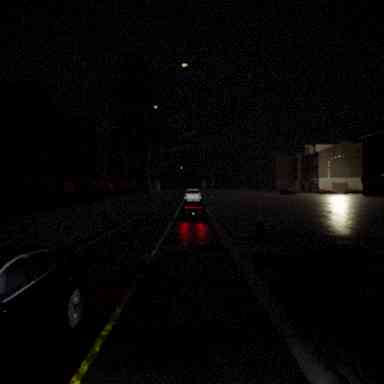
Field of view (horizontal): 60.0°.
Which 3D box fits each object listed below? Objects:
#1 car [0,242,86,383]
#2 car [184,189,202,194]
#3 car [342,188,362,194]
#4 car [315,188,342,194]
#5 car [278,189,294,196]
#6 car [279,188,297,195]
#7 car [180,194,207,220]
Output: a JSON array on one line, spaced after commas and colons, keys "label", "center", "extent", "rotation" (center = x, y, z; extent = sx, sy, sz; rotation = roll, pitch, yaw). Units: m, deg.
[{"label": "car", "center": [-2.798, 1.479, 4.021], "extent": [2.128, 1.511, 4.902], "rotation": [0, 0, 0]}, {"label": "car", "center": [0.105, 0.585, 42.838], "extent": [2.150, 2.045, 5.566], "rotation": [0, 1, 0]}, {"label": "car", "center": [31.829, -0.107, 65.751], "extent": [4.313, 1.339, 1.947], "rotation": [-1, 0, 0]}, {"label": "car", "center": [26.566, -0.042, 65.752], "extent": [4.206, 1.307, 1.802], "rotation": [-1, 0, 0]}, {"label": "car", "center": [18.807, 0.014, 66.952], "extent": [1.947, 1.339, 4.313], "rotation": [1, 0, 0]}, {"label": "car", "center": [18.795, -0.135, 64.027], "extent": [1.802, 1.307, 4.206], "rotation": [1, 0, 0]}, {"label": "car", "center": [0.102, 1.222, 25.387], "extent": [2.128, 1.511, 4.902], "rotation": [0, 1, 0]}]
